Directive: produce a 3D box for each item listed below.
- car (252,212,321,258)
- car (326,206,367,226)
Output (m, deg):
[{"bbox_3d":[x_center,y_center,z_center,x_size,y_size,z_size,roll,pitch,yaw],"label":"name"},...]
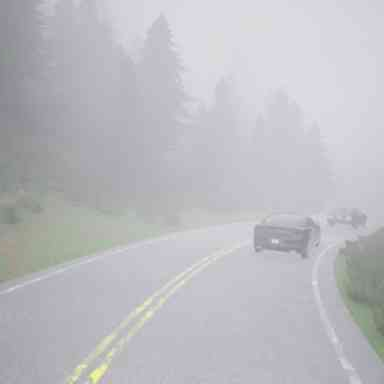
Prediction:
[{"bbox_3d":[3.936,1.524,13.316,1.882,1.535,5.008,3,1,28],"label":"car"},{"bbox_3d":[11.305,1.773,24.153,2.033,1.411,5.357,4,2,37],"label":"car"}]
